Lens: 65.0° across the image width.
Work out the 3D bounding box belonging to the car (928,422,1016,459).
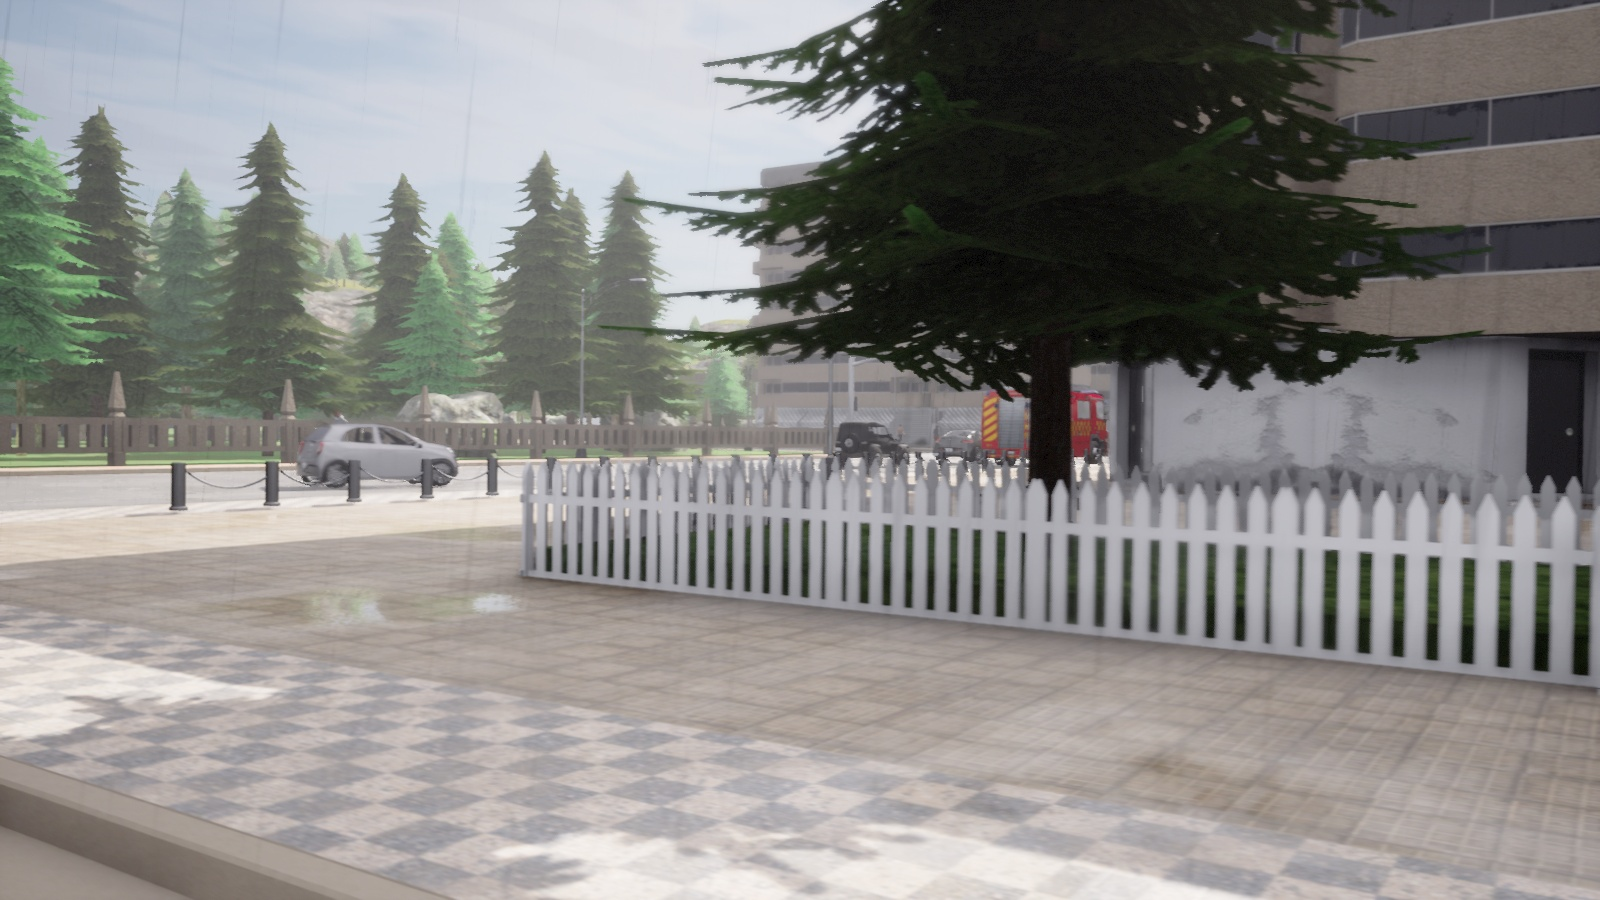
[{"bbox_3d":[8.180,-0.464,59.409,2.152,1.651,5.027,0,1,34],"label":"car"}]

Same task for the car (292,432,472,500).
[{"bbox_3d":[-9.949,0.341,30.011,3.633,1.501,1.845,-1,1,-40],"label":"car"}]

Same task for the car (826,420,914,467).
[{"bbox_3d":[2.912,-0.291,51.476,1.905,1.878,3.866,0,1,33],"label":"car"}]

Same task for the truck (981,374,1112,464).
[{"bbox_3d":[11.558,-1.409,58.164,2.891,3.827,8.468,0,1,34],"label":"truck"}]
